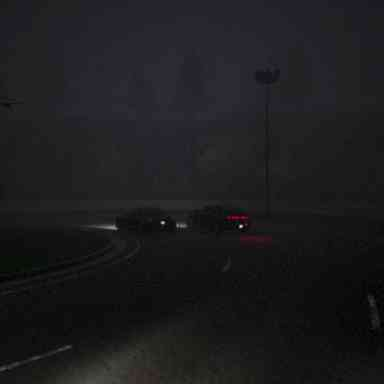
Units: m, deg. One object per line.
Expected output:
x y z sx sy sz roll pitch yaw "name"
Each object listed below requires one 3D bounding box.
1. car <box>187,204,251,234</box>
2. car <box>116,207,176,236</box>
1.397 1.486 19.114 1.837 1.490 4.892 2 -1 -27 "car"
-2.684 1.551 18.683 1.994 1.385 4.181 0 0 -35 "car"
